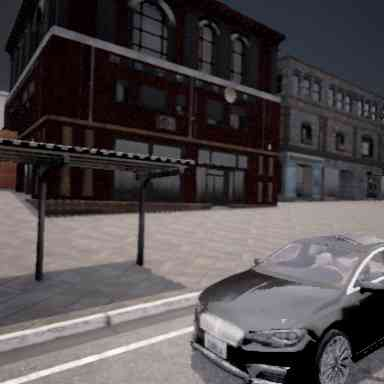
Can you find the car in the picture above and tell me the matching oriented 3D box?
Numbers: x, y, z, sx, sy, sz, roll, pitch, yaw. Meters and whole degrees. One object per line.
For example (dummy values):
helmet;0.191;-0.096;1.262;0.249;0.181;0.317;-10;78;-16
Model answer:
car;2.249;1.491;5.242;4.902;1.511;2.128;0;0;-36
